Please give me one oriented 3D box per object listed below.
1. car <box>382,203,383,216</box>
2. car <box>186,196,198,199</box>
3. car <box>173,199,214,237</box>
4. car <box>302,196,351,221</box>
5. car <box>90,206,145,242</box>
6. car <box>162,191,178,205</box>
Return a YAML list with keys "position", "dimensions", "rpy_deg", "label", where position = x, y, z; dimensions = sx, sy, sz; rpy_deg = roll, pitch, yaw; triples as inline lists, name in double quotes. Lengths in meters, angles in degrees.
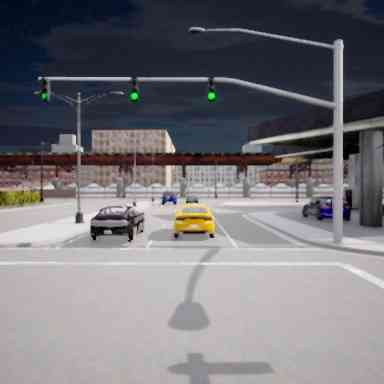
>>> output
- position: [15.451, 1.305, 25.113]
  dimensions: [1.970, 1.475, 3.806]
  rpy_deg: [0, 0, 0]
  label: "car"
- position: [0.051, 1.251, 52.650]
  dimensions: [1.994, 1.385, 4.181]
  rpy_deg: [0, 0, 1]
  label: "car"
- position: [0.097, 1.374, 17.280]
  dimensions: [1.882, 1.535, 5.008]
  rpy_deg: [0, 0, 0]
  label: "car"
- position: [9.706, 1.149, 24.349]
  dimensions: [2.242, 1.667, 4.611]
  rpy_deg: [0, 0, 0]
  label: "car"
- position: [-3.402, 1.396, 15.883]
  dimensions: [2.128, 1.511, 4.902]
  rpy_deg: [0, 0, 0]
  label: "car"
- position: [-3.483, 0.914, 52.052]
  dimensions: [2.150, 2.045, 5.566]
  rpy_deg: [0, 1, 0]
  label: "car"
